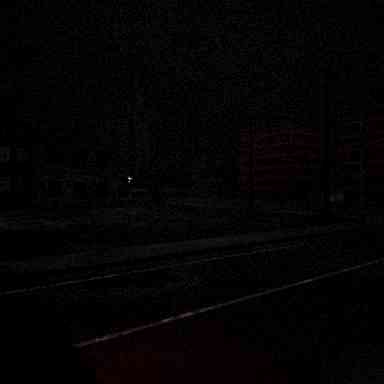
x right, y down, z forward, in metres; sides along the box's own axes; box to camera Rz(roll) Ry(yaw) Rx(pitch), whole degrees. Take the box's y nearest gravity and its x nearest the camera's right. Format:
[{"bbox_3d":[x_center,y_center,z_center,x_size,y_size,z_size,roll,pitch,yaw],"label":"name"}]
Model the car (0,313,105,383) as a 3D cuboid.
[{"bbox_3d":[-3.035,1.601,1.849,4.718,1.301,1.895,0,0,-35],"label":"car"}]
